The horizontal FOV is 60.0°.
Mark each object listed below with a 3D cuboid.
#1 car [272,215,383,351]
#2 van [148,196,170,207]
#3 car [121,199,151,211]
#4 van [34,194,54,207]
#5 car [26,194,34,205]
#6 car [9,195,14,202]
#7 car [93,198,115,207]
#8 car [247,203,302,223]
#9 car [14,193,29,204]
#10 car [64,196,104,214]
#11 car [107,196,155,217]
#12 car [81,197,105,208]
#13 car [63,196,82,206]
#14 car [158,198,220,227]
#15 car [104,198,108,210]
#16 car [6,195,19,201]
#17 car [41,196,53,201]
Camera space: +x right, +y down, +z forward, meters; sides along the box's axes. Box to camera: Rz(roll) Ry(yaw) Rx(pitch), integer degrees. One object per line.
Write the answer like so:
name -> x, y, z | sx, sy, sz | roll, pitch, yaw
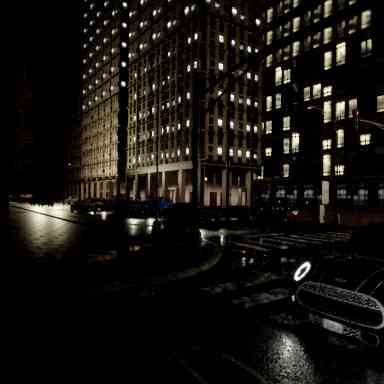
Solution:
car -> 3.873, 1.354, 6.130 | 4.553, 1.767, 2.097 | 0, 0, -35
van -> -3.936, 1.382, 37.800 | 1.690, 1.788, 3.998 | 1, -1, -35
car -> -7.203, 1.585, 42.409 | 2.008, 1.369, 4.403 | 1, -1, -35
van -> -20.565, 1.197, 46.793 | 1.690, 1.788, 3.998 | 1, -1, -35
car -> -23.832, 1.433, 51.401 | 1.802, 1.307, 4.206 | 1, -1, -35
car -> -36.883, 1.397, 69.845 | 1.947, 1.339, 4.313 | 1, -1, -35
car -> -13.729, 1.587, 51.630 | 1.947, 1.339, 4.313 | 1, -1, -35
car -> 5.851, 1.505, 23.967 | 1.967, 1.590, 4.097 | 1, -1, -35
car -> -30.353, 1.155, 60.626 | 2.192, 1.841, 5.009 | 1, -1, -35
car -> -10.780, 1.427, 32.958 | 2.008, 1.369, 4.403 | 1, -1, -35
car -> -5.603, 1.412, 30.128 | 1.882, 1.535, 5.008 | 1, -1, -35
car -> -14.361, 1.477, 47.961 | 1.837, 1.490, 4.892 | 1, -1, -35
car -> -20.351, 1.486, 56.333 | 1.812, 1.442, 4.674 | 1, -1, -35
car -> -0.154, 1.426, 22.425 | 1.882, 1.535, 5.008 | 1, -1, -36
car -> -11.749, 1.468, 38.833 | 2.033, 1.411, 5.357 | 1, -1, -35
car -> -40.145, 1.378, 74.455 | 2.008, 1.369, 4.403 | 1, -1, -35
car -> -36.570, 1.571, 83.906 | 1.802, 1.307, 4.206 | 1, -1, -35
